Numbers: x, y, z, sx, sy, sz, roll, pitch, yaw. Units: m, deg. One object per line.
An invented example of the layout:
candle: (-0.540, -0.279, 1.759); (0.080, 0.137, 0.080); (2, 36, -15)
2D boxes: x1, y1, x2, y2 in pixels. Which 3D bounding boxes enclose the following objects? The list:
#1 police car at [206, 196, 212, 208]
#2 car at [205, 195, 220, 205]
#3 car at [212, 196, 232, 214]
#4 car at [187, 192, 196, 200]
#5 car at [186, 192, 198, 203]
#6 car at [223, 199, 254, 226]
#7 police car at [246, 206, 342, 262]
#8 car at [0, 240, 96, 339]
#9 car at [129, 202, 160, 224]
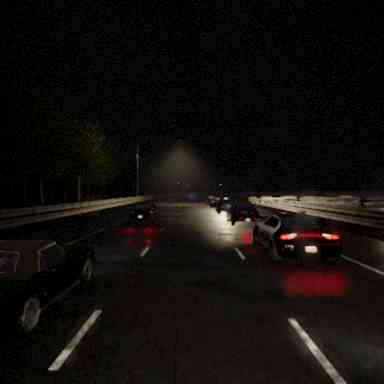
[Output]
police car: (3.448, 1.393, 45.142); (2.038, 1.542, 4.974); (0, 0, 0)
car: (3.435, 1.341, 56.142); (2.128, 1.511, 4.902); (0, 0, 0)
car: (3.461, 1.360, 34.142); (2.033, 1.649, 4.856); (0, 0, 0)
car: (-0.094, 0.982, 81.753); (2.097, 1.767, 4.553); (0, 0, 0)
car: (-0.075, 1.060, 65.530); (2.150, 2.045, 5.566); (0, 0, 0)
car: (3.473, 1.466, 23.143); (1.837, 1.490, 4.892); (0, 0, 0)
police car: (3.487, 1.490, 12.144); (2.038, 1.542, 4.974); (0, 0, 0)
car: (-3.409, 1.594, 6.541); (1.895, 1.301, 4.718); (0, 0, 0)
car: (-3.431, 1.484, 24.369); (1.812, 1.442, 4.674); (0, 0, 0)
